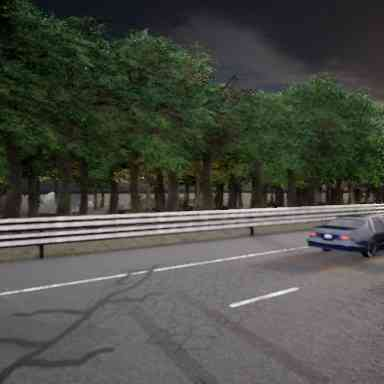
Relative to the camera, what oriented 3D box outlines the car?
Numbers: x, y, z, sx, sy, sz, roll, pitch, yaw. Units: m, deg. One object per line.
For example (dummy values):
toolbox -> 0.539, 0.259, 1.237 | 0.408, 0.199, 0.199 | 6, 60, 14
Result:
car -> 6.693, 1.564, 12.826 | 5.357, 1.411, 2.033 | 0, 0, -35
